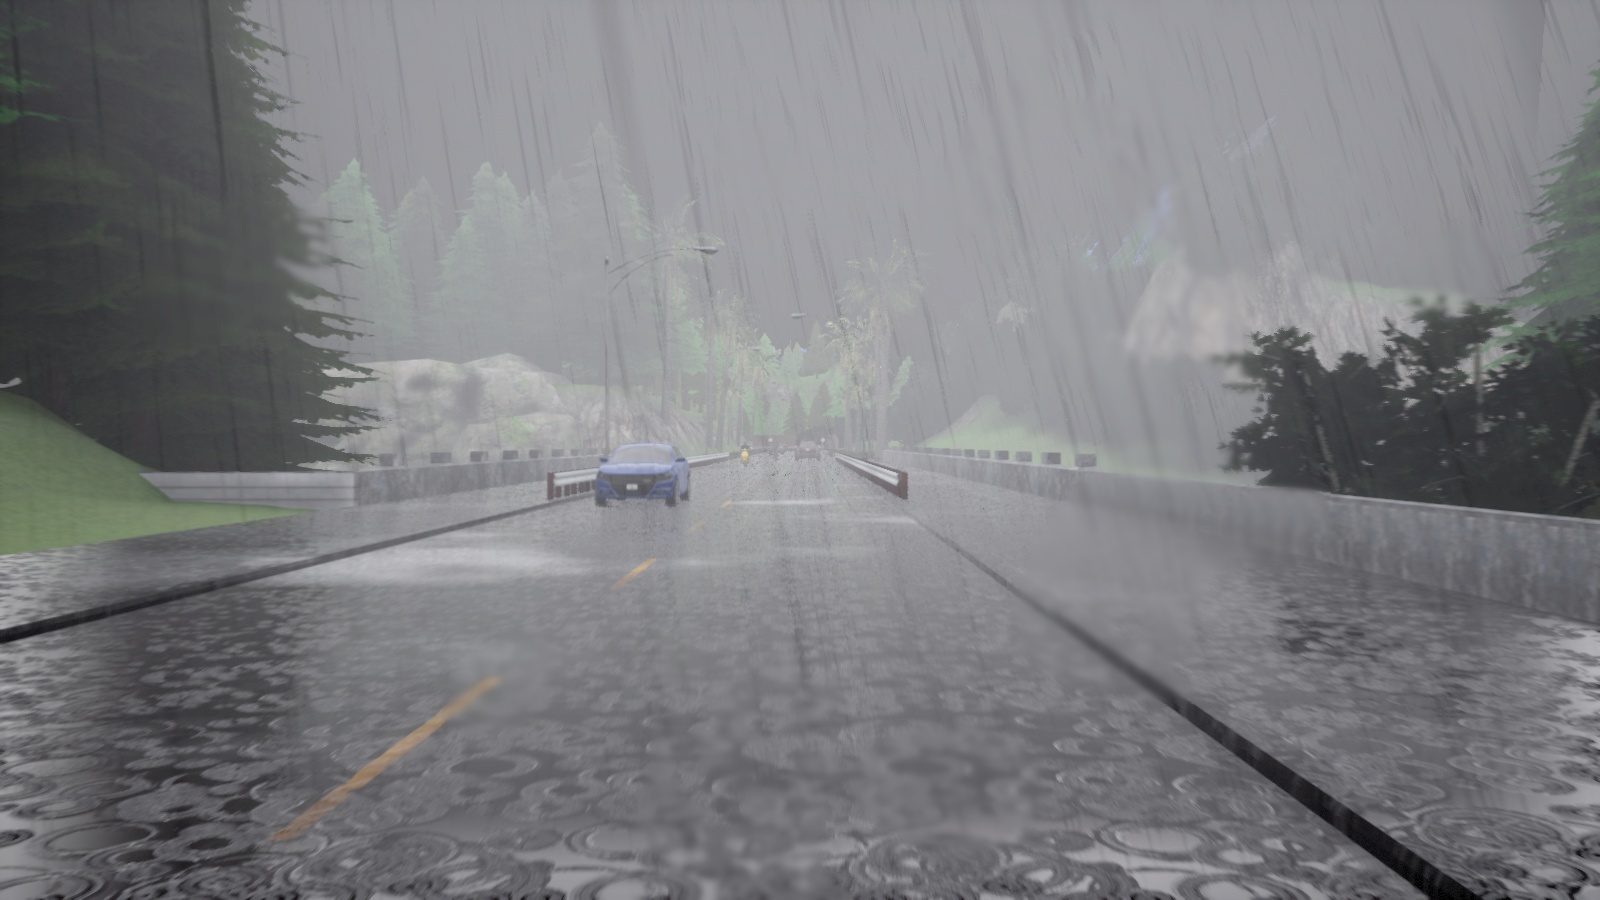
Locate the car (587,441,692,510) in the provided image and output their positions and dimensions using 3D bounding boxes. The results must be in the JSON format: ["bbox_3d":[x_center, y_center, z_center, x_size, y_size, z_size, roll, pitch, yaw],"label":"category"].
[{"bbox_3d":[-3.805,0.549,30.534,1.882,1.535,5.008,0,0,0],"label":"car"}]
